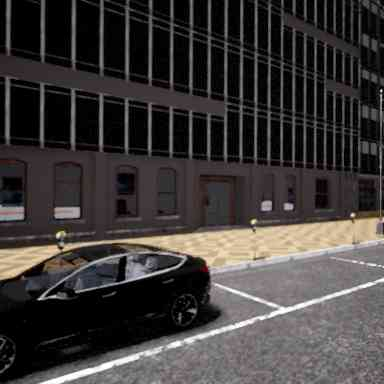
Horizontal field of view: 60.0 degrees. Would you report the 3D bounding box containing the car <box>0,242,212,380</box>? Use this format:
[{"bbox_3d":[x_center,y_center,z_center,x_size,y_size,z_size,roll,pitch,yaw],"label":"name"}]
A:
[{"bbox_3d":[-1.626,1.574,5.395,4.313,1.339,1.947,0,0,-35],"label":"car"}]
